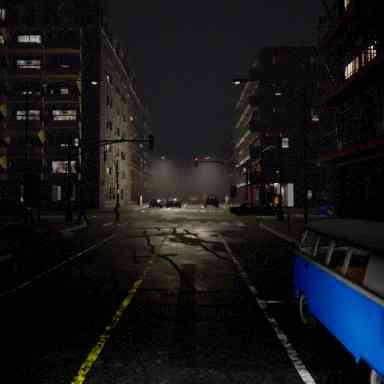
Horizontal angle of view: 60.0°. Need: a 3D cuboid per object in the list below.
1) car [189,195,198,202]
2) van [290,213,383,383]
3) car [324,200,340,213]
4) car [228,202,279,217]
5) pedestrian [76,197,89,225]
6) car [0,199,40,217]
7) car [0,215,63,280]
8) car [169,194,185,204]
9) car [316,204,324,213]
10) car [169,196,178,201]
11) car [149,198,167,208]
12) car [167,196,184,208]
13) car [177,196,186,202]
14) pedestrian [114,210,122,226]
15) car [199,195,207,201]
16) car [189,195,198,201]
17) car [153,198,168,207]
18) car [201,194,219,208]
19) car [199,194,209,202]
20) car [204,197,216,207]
[{"bbox_3d":[0.353,1.591,77.652,1.882,1.535,5.008,0,0,0],"label":"car"},{"bbox_3d":[2.569,1.344,4.345,1.690,1.788,3.998,1,0,0],"label":"van"},{"bbox_3d":[13.868,1.456,27.725,4.403,1.369,2.008,0,-1,0],"label":"car"},{"bbox_3d":[5.669,1.581,30.248,4.718,1.301,1.895,0,-1,0],"label":"car"},{"bbox_3d":[-6.960,1.158,21.129,0.375,1.860,0.375,1,-1,0],"label":"pedestrian"},{"bbox_3d":[-16.323,1.397,30.385,4.553,1.767,2.097,0,-1,1],"label":"car"},{"bbox_3d":[-5.257,1.589,9.967,1.802,1.307,4.206,1,0,0],"label":"car"},{"bbox_3d":[-2.574,1.562,57.183,1.837,1.490,4.892,0,0,0],"label":"car"},{"bbox_3d":[14.998,1.497,33.133,5.008,1.535,1.882,0,-1,1],"label":"car"},{"bbox_3d":[-4.908,1.724,86.979,2.008,1.369,4.403,1,0,0],"label":"car"},{"bbox_3d":[-5.083,1.611,48.047,1.947,1.339,4.313,1,0,0],"label":"car"},{"bbox_3d":[-2.623,1.609,48.303,1.994,1.385,4.181,0,0,1],"label":"car"},{"bbox_3d":[-2.399,1.659,77.478,2.033,1.411,5.357,0,0,0],"label":"car"},{"bbox_3d":[-4.813,1.694,21.705,0.500,1.100,0.500,1,-1,0],"label":"pedestrian"},{"bbox_3d":[2.973,1.613,86.978,1.967,1.590,4.097,1,0,0],"label":"car"},{"bbox_3d":[0.400,1.536,88.077,2.128,1.511,4.902,0,0,0],"label":"car"},{"bbox_3d":[-5.058,1.617,53.608,1.947,1.339,4.313,1,0,0],"label":"car"},{"bbox_3d":[2.801,1.360,48.057,2.192,1.841,5.009,1,0,0],"label":"car"},{"bbox_3d":[2.950,1.456,81.415,2.192,1.841,5.009,1,0,0],"label":"car"},{"bbox_3d":[2.824,1.577,53.786,1.752,1.417,4.829,1,0,0],"label":"car"}]
